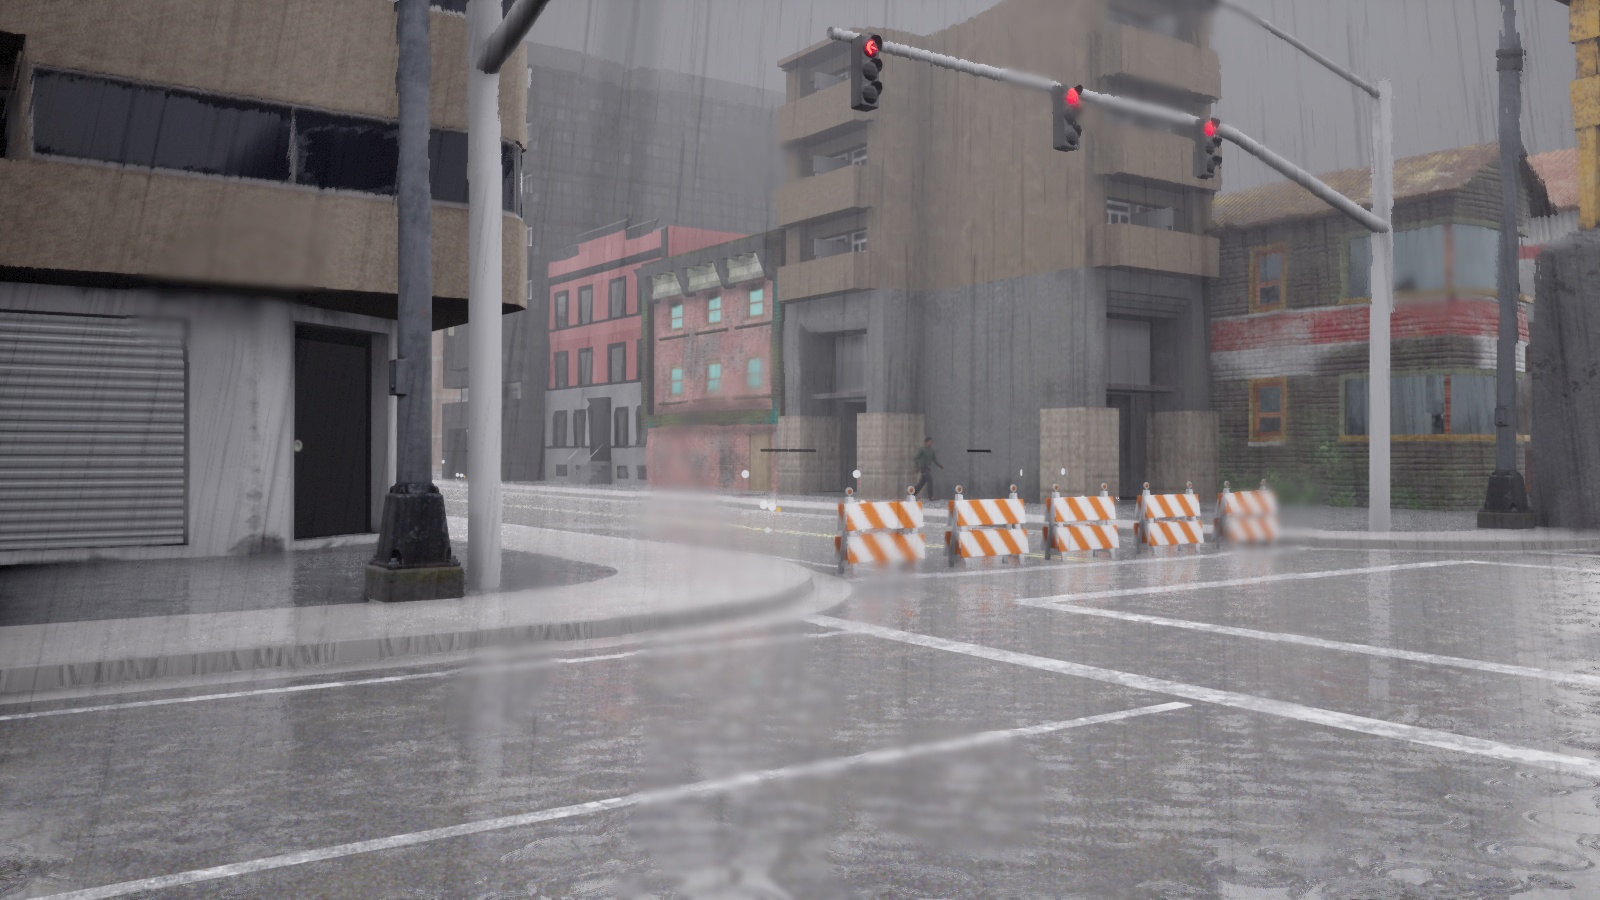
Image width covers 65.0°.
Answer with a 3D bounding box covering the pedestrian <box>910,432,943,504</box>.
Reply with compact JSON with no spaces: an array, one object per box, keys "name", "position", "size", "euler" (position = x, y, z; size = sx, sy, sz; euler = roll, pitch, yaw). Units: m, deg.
[{"name":"pedestrian","position":[3.465,0.487,34.482],"size":[0.788,1.949,0.423],"euler":[0,0,42]}]
